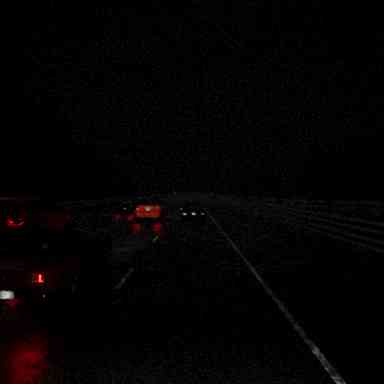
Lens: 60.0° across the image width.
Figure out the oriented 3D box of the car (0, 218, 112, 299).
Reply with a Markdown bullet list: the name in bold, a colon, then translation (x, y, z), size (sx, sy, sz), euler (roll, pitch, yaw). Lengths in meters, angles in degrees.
- **car**: translation (-3.397, 1.592, 8.329), size (1.895, 1.301, 4.718), euler (0, 0, 0)

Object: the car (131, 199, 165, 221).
- **car**: translation (-3.401, 1.359, 27.793), size (2.097, 1.767, 4.553), euler (0, 0, 0)

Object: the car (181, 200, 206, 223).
- **car**: translation (0.099, 1.553, 25.288), size (2.033, 1.411, 5.357), euler (0, 0, 0)

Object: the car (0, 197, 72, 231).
- **car**: translation (-6.911, 1.218, 14.013), size (2.150, 2.045, 5.566), euler (0, 0, 0)

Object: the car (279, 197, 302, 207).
- **car**: translation (15.839, 1.580, 53.630), size (2.033, 1.649, 4.856), euler (0, 0, -16)

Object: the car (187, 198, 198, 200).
- **car**: translation (0.100, 1.500, 42.973), size (1.882, 1.535, 5.008), euler (0, 0, 0)

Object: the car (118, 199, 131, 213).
- **car**: translation (-6.894, 1.534, 36.681), size (1.812, 1.442, 4.674), euler (0, 0, 0)
